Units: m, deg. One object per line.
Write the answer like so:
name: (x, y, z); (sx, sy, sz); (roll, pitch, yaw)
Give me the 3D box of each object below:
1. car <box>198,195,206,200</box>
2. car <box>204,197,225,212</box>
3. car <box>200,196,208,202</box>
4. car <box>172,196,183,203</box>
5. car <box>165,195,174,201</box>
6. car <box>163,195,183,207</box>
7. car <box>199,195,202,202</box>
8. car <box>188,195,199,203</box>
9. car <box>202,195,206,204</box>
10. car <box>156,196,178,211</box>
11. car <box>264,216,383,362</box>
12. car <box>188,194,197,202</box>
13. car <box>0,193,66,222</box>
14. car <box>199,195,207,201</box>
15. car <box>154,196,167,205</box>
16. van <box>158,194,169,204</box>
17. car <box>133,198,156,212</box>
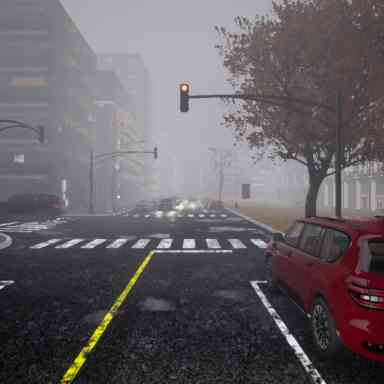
car: (2.820, 1.637, 93.596); (2.008, 1.369, 4.403); (0, 0, 0)
car: (2.744, 1.557, 38.269); (1.887, 1.381, 4.507); (0, 0, 0)
car: (2.797, 1.583, 77.168); (1.752, 1.417, 4.829); (0, 0, 0)
car: (-2.904, 1.594, 69.304); (2.033, 1.411, 5.357); (0, 0, 0)
car: (-5.576, 1.506, 82.542); (1.967, 1.590, 4.097); (0, 0, 0)
car: (-3.017, 1.377, 52.883); (2.097, 1.767, 4.553); (0, 0, 0)
car: (2.782, 1.625, 65.932); (1.802, 1.307, 4.206); (0, 0, 0)
car: (0.194, 1.648, 69.299); (1.895, 1.301, 4.718); (0, 0, 0)
car: (2.759, 1.548, 49.504); (1.752, 1.417, 4.829); (0, 0, 0)
car: (-3.041, 1.520, 40.036); (1.837, 1.490, 4.892); (0, -1, 0)
car: (2.700, 1.315, 5.881); (2.192, 1.841, 5.009); (0, 0, 0)
car: (0.111, 1.416, 79.366); (2.097, 1.767, 4.553); (0, 0, 0)
car: (-12.206, 1.084, 24.492); (5.566, 2.045, 2.150); (1, 1, -4)
car: (2.813, 1.620, 88.063); (1.887, 1.381, 4.507); (0, 0, 0)
car: (-5.606, 1.476, 60.412); (1.967, 1.590, 4.097); (0, 0, 0)
van: (-5.598, 1.384, 65.945); (1.690, 1.788, 3.998); (0, 0, 0)
car: (-5.636, 1.563, 38.280); (2.008, 1.369, 4.403); (0, 0, 0)
